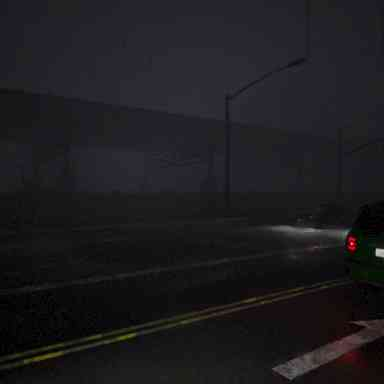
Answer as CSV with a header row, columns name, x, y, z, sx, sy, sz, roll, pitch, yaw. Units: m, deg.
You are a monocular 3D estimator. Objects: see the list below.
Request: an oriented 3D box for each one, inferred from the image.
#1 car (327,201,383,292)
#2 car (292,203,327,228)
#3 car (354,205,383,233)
name,x,y,z,sx,sy,sz,roll,pitch,yaw
car,5.813,1.202,7.513,5.566,2.045,2.150,0,0,-32
car,8.641,1.479,21.861,4.674,1.442,1.812,0,0,-32
car,11.748,1.515,19.675,4.181,1.385,1.994,0,0,-32
